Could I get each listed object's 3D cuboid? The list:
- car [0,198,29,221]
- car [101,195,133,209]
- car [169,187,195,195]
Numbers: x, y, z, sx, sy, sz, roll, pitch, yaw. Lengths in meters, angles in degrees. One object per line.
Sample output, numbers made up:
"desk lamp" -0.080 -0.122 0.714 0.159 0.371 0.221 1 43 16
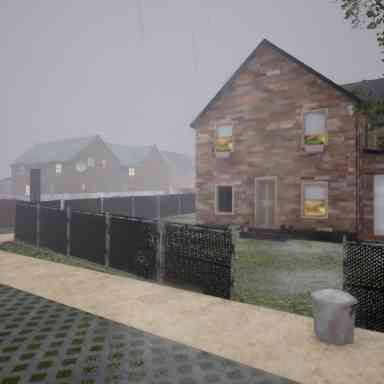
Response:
"car" -12.143 1.181 21.271 1.882 1.535 5.008 0 1 32
"car" -6.529 0.985 29.784 1.812 1.442 4.674 0 1 34
"car" -0.587 0.429 38.706 2.150 2.045 5.566 0 1 34
